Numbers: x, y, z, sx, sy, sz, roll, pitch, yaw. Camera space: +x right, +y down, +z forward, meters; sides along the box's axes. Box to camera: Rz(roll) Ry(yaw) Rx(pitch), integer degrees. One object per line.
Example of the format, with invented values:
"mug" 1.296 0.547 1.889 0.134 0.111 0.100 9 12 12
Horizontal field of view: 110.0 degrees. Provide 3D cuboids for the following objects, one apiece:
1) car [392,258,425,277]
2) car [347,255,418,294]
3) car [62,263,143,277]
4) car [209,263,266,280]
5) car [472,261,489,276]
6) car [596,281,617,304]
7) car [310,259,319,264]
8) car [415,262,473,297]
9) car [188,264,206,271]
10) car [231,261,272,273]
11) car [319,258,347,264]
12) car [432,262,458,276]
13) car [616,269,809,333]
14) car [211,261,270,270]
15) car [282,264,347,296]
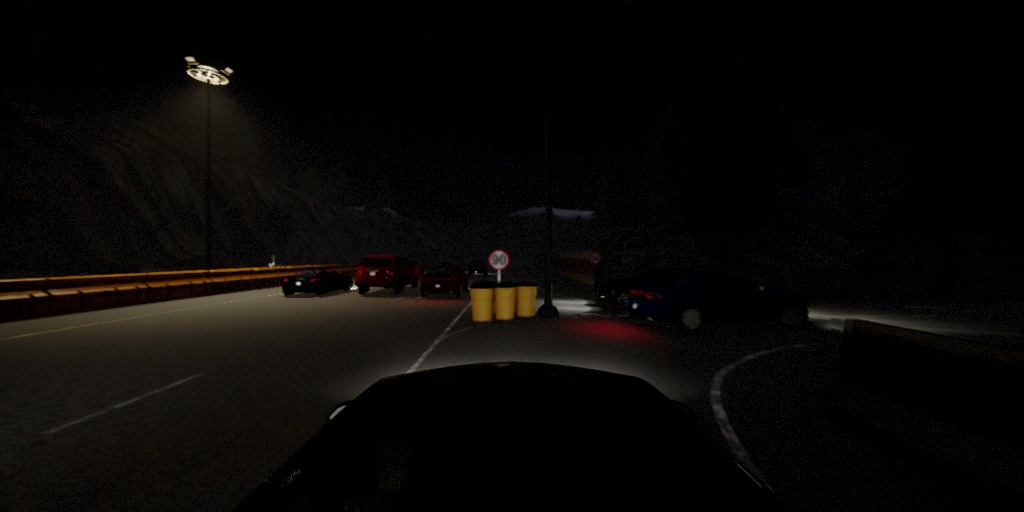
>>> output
"car" -10.468 1.111 36.687 2.097 1.767 4.553 0 0 -1
"car" -6.906 0.976 20.438 2.150 2.045 5.566 0 0 0
"car" -31.614 1.283 27.925 1.812 1.442 4.674 0 0 0
"car" -24.630 1.323 32.388 1.994 1.385 4.181 0 0 0
"car" -3.470 1.264 37.062 1.837 1.490 4.892 0 0 -1
"car" 5.834 1.251 14.133 4.892 1.490 1.837 0 0 8
"car" -28.299 1.241 53.582 1.882 1.535 5.008 0 0 0
"car" -3.405 1.232 18.934 1.882 1.535 5.008 0 0 0
"car" -28.133 1.323 33.720 1.994 1.385 4.181 0 0 0
"car" -31.715 1.325 43.874 1.994 1.385 4.181 0 0 -1
"car" -24.791 1.267 50.847 1.837 1.490 4.892 0 0 0
"car" -6.977 1.324 37.679 1.994 1.385 4.181 0 0 -1
"car" 5.880 1.224 10.369 5.008 1.535 1.882 0 -2 -9
"car" -21.117 1.322 28.372 1.994 1.385 4.181 0 0 0
"car" -10.406 1.319 19.473 1.994 1.385 4.181 0 0 0
